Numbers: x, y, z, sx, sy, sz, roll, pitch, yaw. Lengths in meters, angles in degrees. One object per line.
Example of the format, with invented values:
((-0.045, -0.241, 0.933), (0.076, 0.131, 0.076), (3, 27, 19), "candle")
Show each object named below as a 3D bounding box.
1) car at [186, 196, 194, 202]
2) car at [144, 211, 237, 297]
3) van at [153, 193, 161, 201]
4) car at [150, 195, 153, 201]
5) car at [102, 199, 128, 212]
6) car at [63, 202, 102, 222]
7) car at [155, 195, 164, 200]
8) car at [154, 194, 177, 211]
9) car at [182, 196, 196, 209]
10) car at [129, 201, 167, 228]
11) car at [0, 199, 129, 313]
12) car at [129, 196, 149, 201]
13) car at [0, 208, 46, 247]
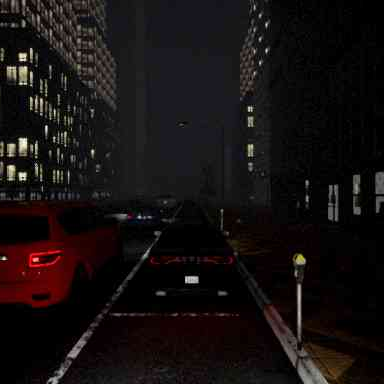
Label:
((-0.452, 1.533, 78.399), (1.802, 1.307, 4.206), (0, 0, 0), "car")
((-0.006, 1.477, 8.649), (1.882, 1.535, 5.008), (0, 0, 0), "car")
((-8.831, 1.286, 84.106), (1.690, 1.788, 3.998), (0, 0, 0), "van")
((-8.833, 1.550, 61.338), (1.802, 1.307, 4.206), (0, 0, 0), "car")
((-8.833, 1.537, 38.569), (2.008, 1.369, 4.403), (0, 0, 0), "car")
((-8.832, 1.575, 27.183), (1.802, 1.307, 4.206), (0, 0, 0), "car")
((-8.832, 1.504, 89.799), (1.947, 1.339, 4.313), (0, 0, 0), "car")
((-3.059, 1.205, 41.148), (2.150, 2.045, 5.566), (0, 0, 0), "car")
((-0.452, 1.548, 44.248), (1.947, 1.339, 4.313), (0, 0, 0), "car")
((-3.081, 1.543, 22.183), (2.033, 1.411, 5.357), (0, 0, 0), "car")
((-3.148, 1.221, 7.755), (2.150, 2.045, 5.566), (0, 0, 0), "car")
((-6.233, 1.492, 36.179), (1.837, 1.490, 4.892), (0, 0, 0), "car")
((-8.833, 1.563, 15.800), (1.947, 1.339, 4.313), (0, 0, 0), "car")
